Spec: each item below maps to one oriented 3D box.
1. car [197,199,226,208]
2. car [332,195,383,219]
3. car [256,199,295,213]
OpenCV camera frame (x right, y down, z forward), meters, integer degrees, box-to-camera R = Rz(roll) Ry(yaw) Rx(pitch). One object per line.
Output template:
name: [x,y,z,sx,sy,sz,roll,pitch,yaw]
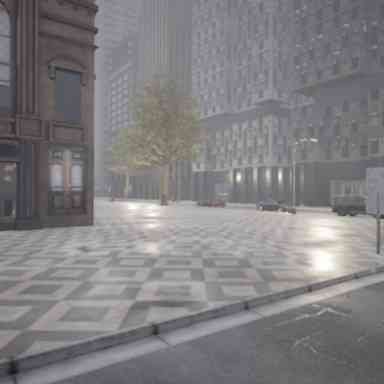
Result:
car: [2.801,1.677,47.820,1.895,1.301,4.718,0,0,-35]
car: [15.511,1.334,30.059,2.150,2.045,5.566,0,0,-36]
car: [9.578,1.599,38.339,1.837,1.490,4.892,0,0,-36]
